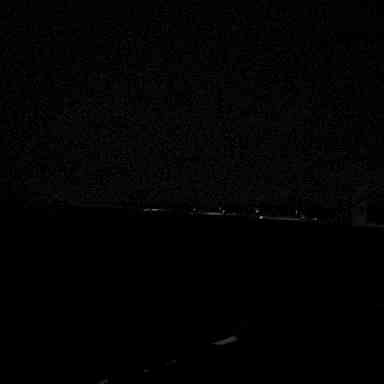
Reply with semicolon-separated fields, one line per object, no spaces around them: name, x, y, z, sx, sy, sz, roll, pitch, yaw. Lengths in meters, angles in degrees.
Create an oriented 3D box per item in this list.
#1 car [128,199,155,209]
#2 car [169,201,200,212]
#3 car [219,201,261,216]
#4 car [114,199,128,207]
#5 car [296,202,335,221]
car;-7.470;1.845;51.126;1.837;1.490;4.892;1;0;-36
car;-0.965;1.836;42.059;1.895;1.301;4.718;1;-1;-36
car;4.845;1.638;34.012;2.128;1.511;4.902;1;-1;-36
car;-13.390;2.032;64.270;1.882;1.535;5.008;1;-1;-36
car;10.573;1.564;26.163;2.128;1.511;4.902;1;-1;-37
